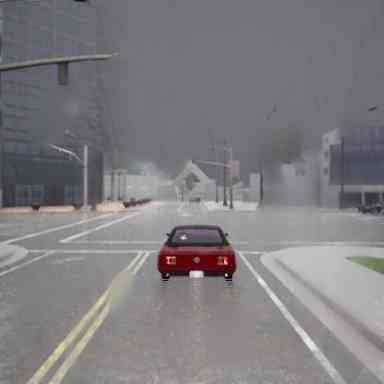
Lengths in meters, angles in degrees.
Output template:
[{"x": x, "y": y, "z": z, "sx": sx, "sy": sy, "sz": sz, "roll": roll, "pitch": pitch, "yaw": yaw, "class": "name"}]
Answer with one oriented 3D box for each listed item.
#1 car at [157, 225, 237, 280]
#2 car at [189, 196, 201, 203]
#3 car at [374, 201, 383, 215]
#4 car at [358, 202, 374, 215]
[{"x": 0.158, "y": 1.622, "z": 9.934, "sx": 1.895, "sy": 1.301, "sz": 4.718, "roll": 0, "pitch": 0, "yaw": 1, "class": "car"}, {"x": 0.692, "y": 1.699, "z": 73.994, "sx": 2.033, "sy": 1.411, "sz": 5.357, "roll": 0, "pitch": 0, "yaw": 12, "class": "car"}, {"x": 19.889, "y": 1.545, "z": 30.693, "sx": 4.674, "sy": 1.442, "sz": 1.812, "roll": 0, "pitch": 0, "yaw": 0, "class": "car"}, {"x": 19.386, "y": 1.593, "z": 34.187, "sx": 4.181, "sy": 1.385, "sz": 1.994, "roll": 0, "pitch": 0, "yaw": -1, "class": "car"}]
